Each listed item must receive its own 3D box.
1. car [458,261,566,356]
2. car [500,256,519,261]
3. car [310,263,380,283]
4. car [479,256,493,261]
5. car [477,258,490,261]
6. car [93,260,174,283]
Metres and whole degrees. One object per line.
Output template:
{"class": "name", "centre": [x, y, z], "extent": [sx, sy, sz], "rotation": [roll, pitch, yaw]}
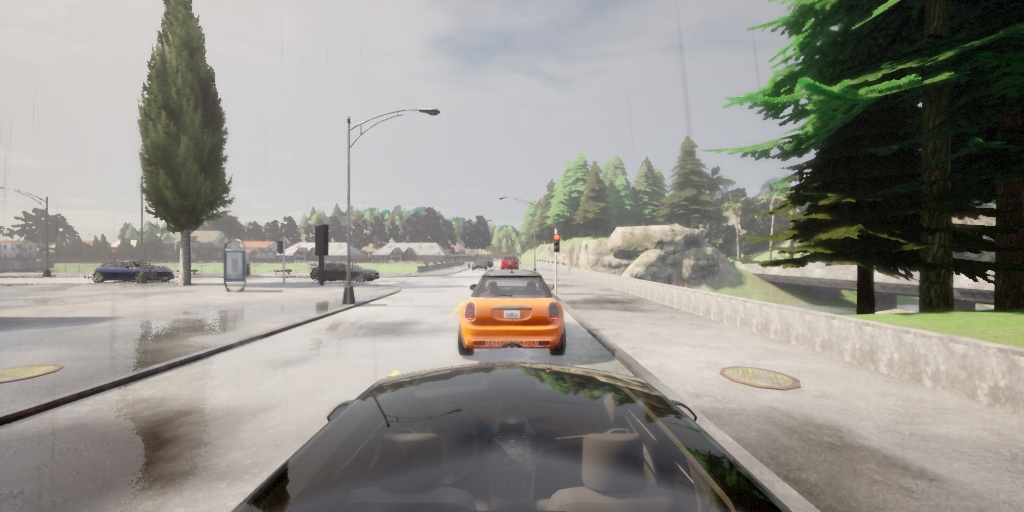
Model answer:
{"class": "car", "centre": [-0.003, 1.102, 8.792], "extent": [2.097, 1.767, 4.553], "rotation": [0, 0, 0]}
{"class": "car", "centre": [-0.303, 0.971, 46.281], "extent": [2.150, 2.045, 5.566], "rotation": [0, 0, -1]}
{"class": "car", "centre": [-12.532, 1.254, 27.028], "extent": [4.892, 1.490, 1.837], "rotation": [0, 0, 1]}
{"class": "car", "centre": [-4.622, 0.971, 60.793], "extent": [2.150, 2.045, 5.566], "rotation": [0, 0, 0]}
{"class": "car", "centre": [-4.549, 1.314, 51.197], "extent": [1.994, 1.385, 4.181], "rotation": [0, 0, 0]}
{"class": "car", "centre": [-28.302, 1.103, 26.934], "extent": [4.553, 1.767, 2.097], "rotation": [0, 0, -1]}
